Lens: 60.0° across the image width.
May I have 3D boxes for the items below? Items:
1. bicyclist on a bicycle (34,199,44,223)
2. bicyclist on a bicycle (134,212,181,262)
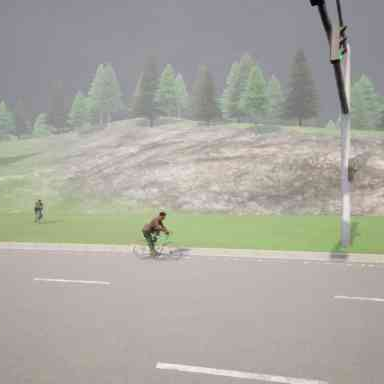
[{"bbox_3d":[-10.439,1.308,22.663,0.582,1.620,1.656,0,-2,-7],"label":"bicyclist on a bicycle"},{"bbox_3d":[-1.117,1.454,10.789,1.656,1.620,0.582,2,0,15],"label":"bicyclist on a bicycle"}]
